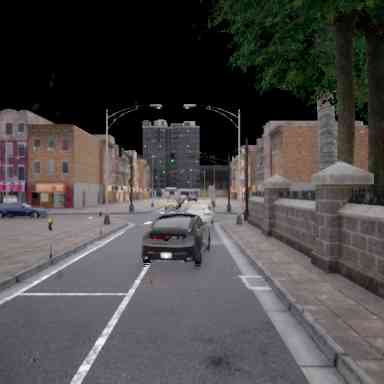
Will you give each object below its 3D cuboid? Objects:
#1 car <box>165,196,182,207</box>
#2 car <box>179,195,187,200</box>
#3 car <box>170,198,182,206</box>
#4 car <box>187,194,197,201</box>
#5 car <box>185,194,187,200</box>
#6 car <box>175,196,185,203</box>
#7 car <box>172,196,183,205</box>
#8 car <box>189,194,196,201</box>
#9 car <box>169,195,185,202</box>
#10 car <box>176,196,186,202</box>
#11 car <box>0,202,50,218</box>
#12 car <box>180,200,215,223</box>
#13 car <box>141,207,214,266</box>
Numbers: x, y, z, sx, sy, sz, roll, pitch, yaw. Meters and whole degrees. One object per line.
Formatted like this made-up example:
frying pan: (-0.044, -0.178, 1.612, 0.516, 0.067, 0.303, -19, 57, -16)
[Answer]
car: (-2.577, 1.528, 42.851, 1.752, 1.417, 4.829, 0, 0, 0)
car: (-2.506, 1.574, 92.090, 2.008, 1.369, 4.403, 0, 0, 0)
car: (-2.561, 1.588, 53.925, 1.802, 1.307, 4.206, 0, 0, 0)
car: (0.107, 1.363, 73.956, 2.097, 1.767, 4.553, 0, 0, 0)
car: (-2.546, 1.576, 64.829, 1.947, 1.339, 4.313, 0, 0, 0)
car: (-2.538, 1.578, 70.281, 1.947, 1.339, 4.313, 0, 0, 0)
car: (-2.554, 1.533, 59.207, 1.752, 1.417, 4.829, 0, 0, 0)
car: (0.121, 1.347, 83.992, 1.882, 1.535, 5.008, 0, 0, 0)
car: (-2.570, 1.319, 48.473, 2.192, 1.841, 5.009, 0, 0, 0)
car: (-2.530, 1.566, 75.733, 2.008, 1.369, 4.403, 0, 0, 0)
car: (-14.561, 1.543, 28.344, 4.674, 1.442, 1.812, 0, 0, 0)
car: (0.558, 1.526, 22.581, 1.812, 1.442, 4.674, 0, 0, 6)
car: (-0.414, 1.504, 11.677, 1.837, 1.490, 4.892, 0, 0, 7)
